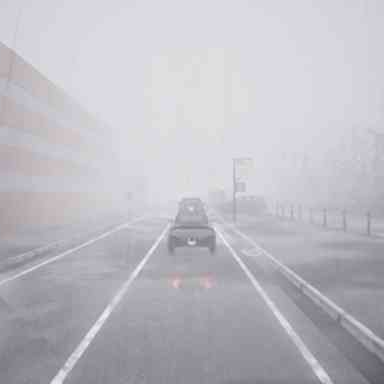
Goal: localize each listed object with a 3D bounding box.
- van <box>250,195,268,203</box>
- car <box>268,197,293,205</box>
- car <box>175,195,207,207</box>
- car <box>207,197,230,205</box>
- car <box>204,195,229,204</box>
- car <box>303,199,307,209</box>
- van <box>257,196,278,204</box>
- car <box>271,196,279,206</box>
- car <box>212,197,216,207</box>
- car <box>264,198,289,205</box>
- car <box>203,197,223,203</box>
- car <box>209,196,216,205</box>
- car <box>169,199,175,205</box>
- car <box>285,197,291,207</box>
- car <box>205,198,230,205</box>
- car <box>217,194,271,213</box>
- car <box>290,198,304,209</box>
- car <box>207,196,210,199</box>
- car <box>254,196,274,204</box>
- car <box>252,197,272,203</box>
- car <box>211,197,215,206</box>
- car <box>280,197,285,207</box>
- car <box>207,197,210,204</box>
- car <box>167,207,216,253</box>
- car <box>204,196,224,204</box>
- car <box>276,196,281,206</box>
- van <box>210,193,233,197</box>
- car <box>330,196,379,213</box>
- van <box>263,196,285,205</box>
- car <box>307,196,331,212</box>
[{"bbox_3d":[17.757,1.918,88.641,4.442,1.987,1.878,0,0,-1],"label":"van"},{"bbox_3d":[18.262,1.870,69.005,4.553,1.767,2.185,0,0,-1],"label":"car"},{"bbox_3d":[-0.071,1.489,29.038,2.150,2.045,5.566,0,0,0],"label":"car"},{"bbox_3d":[5.648,1.889,71.407,4.553,1.767,2.185,0,0,-1],"label":"car"},{"bbox_3d":[5.542,1.806,77.059,5.566,2.045,2.435,0,0,-1],"label":"car"},{"bbox_3d":[18.658,1.821,46.295,4.892,1.521,2.231,0,0,-1],"label":"car"},{"bbox_3d":[18.146,1.854,80.176,4.442,1.987,1.878,0,0,-1],"label":"van"},{"bbox_3d":[18.339,1.952,63.358,5.008,1.535,2.097,0,0,-1],"label":"car"},{"bbox_3d":[5.976,1.905,51.629,4.674,1.452,2.002,0,0,-1],"label":"car"},{"bbox_3d":[18.185,2.016,71.826,5.008,1.535,2.097,0,0,-1],"label":"car"},{"bbox_3d":[5.353,2.122,85.532,5.008,1.535,2.097,0,0,-1],"label":"car"},{"bbox_3d":[5.846,1.937,57.279,4.792,1.488,2.163,0,0,-1],"label":"car"},{"bbox_3d":[-3.736,2.106,70.996,1.994,1.385,4.181,0,0,-1],"label":"car"},{"bbox_3d":[18.487,1.887,54.763,5.008,1.535,2.097,0,0,-1],"label":"car"},{"bbox_3d":[5.751,2.033,74.234,5.366,1.575,1.946,0,0,-1],"label":"car"},{"bbox_3d":[6.158,1.518,40.330,5.566,2.045,2.435,0,-1,-1],"label":"car"},{"bbox_3d":[18.540,1.867,51.940,4.892,1.521,2.231,0,-1,-1],"label":"car"},{"bbox_3d":[5.906,1.969,65.759,5.366,1.575,1.946,0,0,-1],"label":"car"},{"bbox_3d":[17.944,1.977,83.119,4.553,1.767,2.185,0,0,-1],"label":"car"},{"bbox_3d":[17.959,2.152,85.816,4.792,1.488,2.163,0,-1,-1],"label":"car"},{"bbox_3d":[5.930,1.926,54.455,4.674,1.452,2.002,0,0,-1],"label":"car"},{"bbox_3d":[18.436,1.909,57.587,5.008,1.535,2.097,0,0,-1],"label":"car"},{"bbox_3d":[5.770,1.990,62.930,4.674,1.452,2.002,0,0,-1],"label":"car"},{"bbox_3d":[-0.009,1.628,14.299,2.128,1.511,4.902,0,0,0],"label":"car"},{"bbox_3d":[5.442,1.975,82.708,4.553,1.767,2.185,0,0,-1],"label":"car"},{"bbox_3d":[18.418,1.960,60.411,4.792,1.488,2.163,0,0,-1],"label":"car"},{"bbox_3d":[5.941,1.703,60.109,4.442,1.987,1.878,0,0,-1],"label":"van"},{"bbox_3d":[18.744,1.611,37.816,4.553,1.767,2.185,0,0,-1],"label":"car"},{"bbox_3d":[18.246,1.811,74.527,4.442,1.987,1.878,0,0,-1],"label":"van"},{"bbox_3d":[18.673,1.546,43.597,5.566,2.045,2.435,0,0,-1],"label":"car"}]
